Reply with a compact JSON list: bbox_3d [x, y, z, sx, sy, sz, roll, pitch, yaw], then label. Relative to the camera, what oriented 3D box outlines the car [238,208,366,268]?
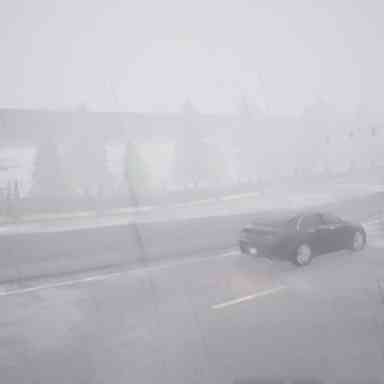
[{"bbox_3d":[3.664,1.290,10.662,4.892,1.490,1.837,-3,2,-36],"label":"car"}]
